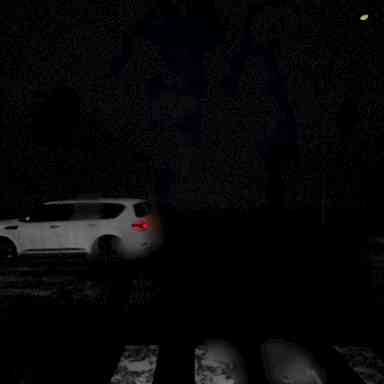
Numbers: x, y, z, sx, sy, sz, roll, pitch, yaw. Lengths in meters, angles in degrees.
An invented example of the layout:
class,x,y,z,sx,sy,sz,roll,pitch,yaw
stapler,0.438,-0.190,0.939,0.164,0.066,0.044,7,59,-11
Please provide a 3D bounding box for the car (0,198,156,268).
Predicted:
class,x,y,z,sx,sy,sz,roll,pitch,yaw
car,-3.994,1.239,10.972,5.566,2.045,2.150,-1,0,1
